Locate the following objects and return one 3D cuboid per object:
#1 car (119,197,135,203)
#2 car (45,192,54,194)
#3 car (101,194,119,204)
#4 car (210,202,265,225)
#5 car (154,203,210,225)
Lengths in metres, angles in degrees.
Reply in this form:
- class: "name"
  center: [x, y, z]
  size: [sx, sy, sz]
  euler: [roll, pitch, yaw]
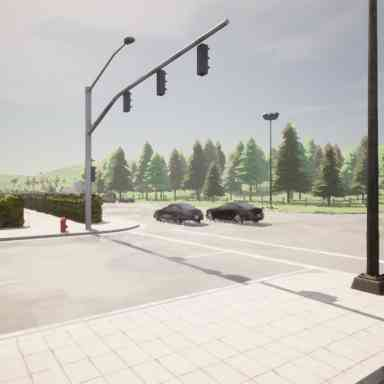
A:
- class: "car"
  center: [-13.128, 1.597, 66.505]
  size: [1.895, 1.301, 4.718]
  euler: [0, 0, -35]
- class: "car"
  center: [-26.444, 1.222, 61.047]
  size: [2.150, 2.045, 5.566]
  euler: [0, 0, -34]
- class: "car"
  center: [-16.767, 1.598, 65.607]
  size: [1.895, 1.301, 4.718]
  euler: [0, 0, -34]
- class: "car"
  center: [3.079, 1.475, 24.615]
  size: [1.882, 1.535, 5.008]
  euler: [0, 0, -36]
- class: "car"
  center: [-1.019, 1.524, 24.311]
  size: [1.812, 1.442, 4.674]
  euler: [0, 0, -36]
